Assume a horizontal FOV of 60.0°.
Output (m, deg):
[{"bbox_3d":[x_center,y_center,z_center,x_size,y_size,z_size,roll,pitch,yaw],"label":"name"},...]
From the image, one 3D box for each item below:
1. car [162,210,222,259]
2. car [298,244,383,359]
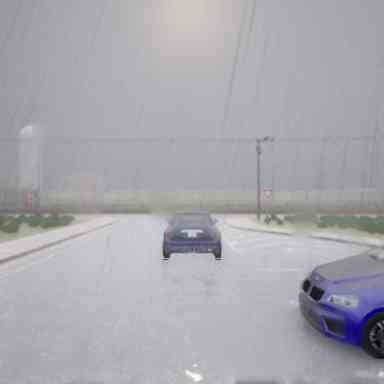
[{"bbox_3d":[0.014,1.497,13.412,2.097,1.767,4.553,0,-1,0],"label":"car"},{"bbox_3d":[4.215,1.542,5.621,4.611,1.667,2.242,0,-1,1],"label":"car"}]
